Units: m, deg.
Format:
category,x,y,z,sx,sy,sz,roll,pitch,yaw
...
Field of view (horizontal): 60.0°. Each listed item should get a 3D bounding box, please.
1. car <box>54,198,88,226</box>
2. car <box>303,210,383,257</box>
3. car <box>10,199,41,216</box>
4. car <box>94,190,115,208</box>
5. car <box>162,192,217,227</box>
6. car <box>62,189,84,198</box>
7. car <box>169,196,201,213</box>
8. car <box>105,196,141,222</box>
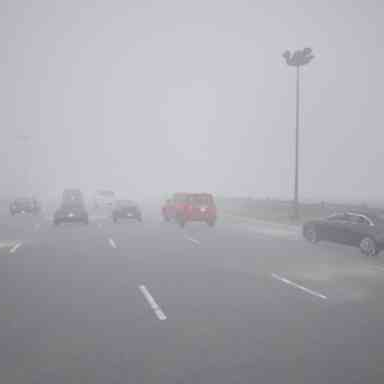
category,x,y,z,sx,sy,sz,roll,pitch,yaw
car,-7.704,1.287,21.244,1.994,1.385,4.181,1,1,-19
car,6.366,1.458,12.914,2.128,1.511,4.902,1,1,-19
car,-13.617,1.197,27.497,1.895,1.301,4.718,1,1,-19
car,-10.086,0.763,38.545,2.150,2.045,5.566,1,0,-19
car,-0.276,1.037,21.236,2.150,2.045,5.566,1,1,-19
car,-13.350,0.734,37.271,2.150,2.045,5.566,1,0,-19
car,-0.843,1.228,33.331,1.812,1.442,4.674,1,0,-20
car,-4.778,1.265,23.474,1.812,1.442,4.674,1,1,-19
